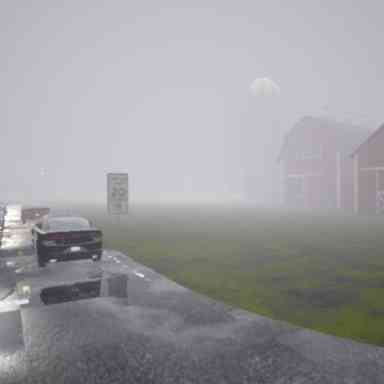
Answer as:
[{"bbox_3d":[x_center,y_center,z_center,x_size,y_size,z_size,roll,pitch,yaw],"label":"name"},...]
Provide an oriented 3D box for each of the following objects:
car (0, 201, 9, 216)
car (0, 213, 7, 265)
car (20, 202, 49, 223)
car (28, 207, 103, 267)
[{"bbox_3d":[-12.241,1.515,20.019,2.128,1.511,4.902,0,0,-29],"label":"car"},{"bbox_3d":[-7.374,1.616,11.109,1.895,1.301,4.718,0,0,-29],"label":"car"},{"bbox_3d":[-12.328,1.511,26.123,1.882,1.535,5.008,0,0,-29],"label":"car"},{"bbox_3d":[-4.532,1.487,11.735,1.882,1.535,5.008,0,0,-28],"label":"car"}]
